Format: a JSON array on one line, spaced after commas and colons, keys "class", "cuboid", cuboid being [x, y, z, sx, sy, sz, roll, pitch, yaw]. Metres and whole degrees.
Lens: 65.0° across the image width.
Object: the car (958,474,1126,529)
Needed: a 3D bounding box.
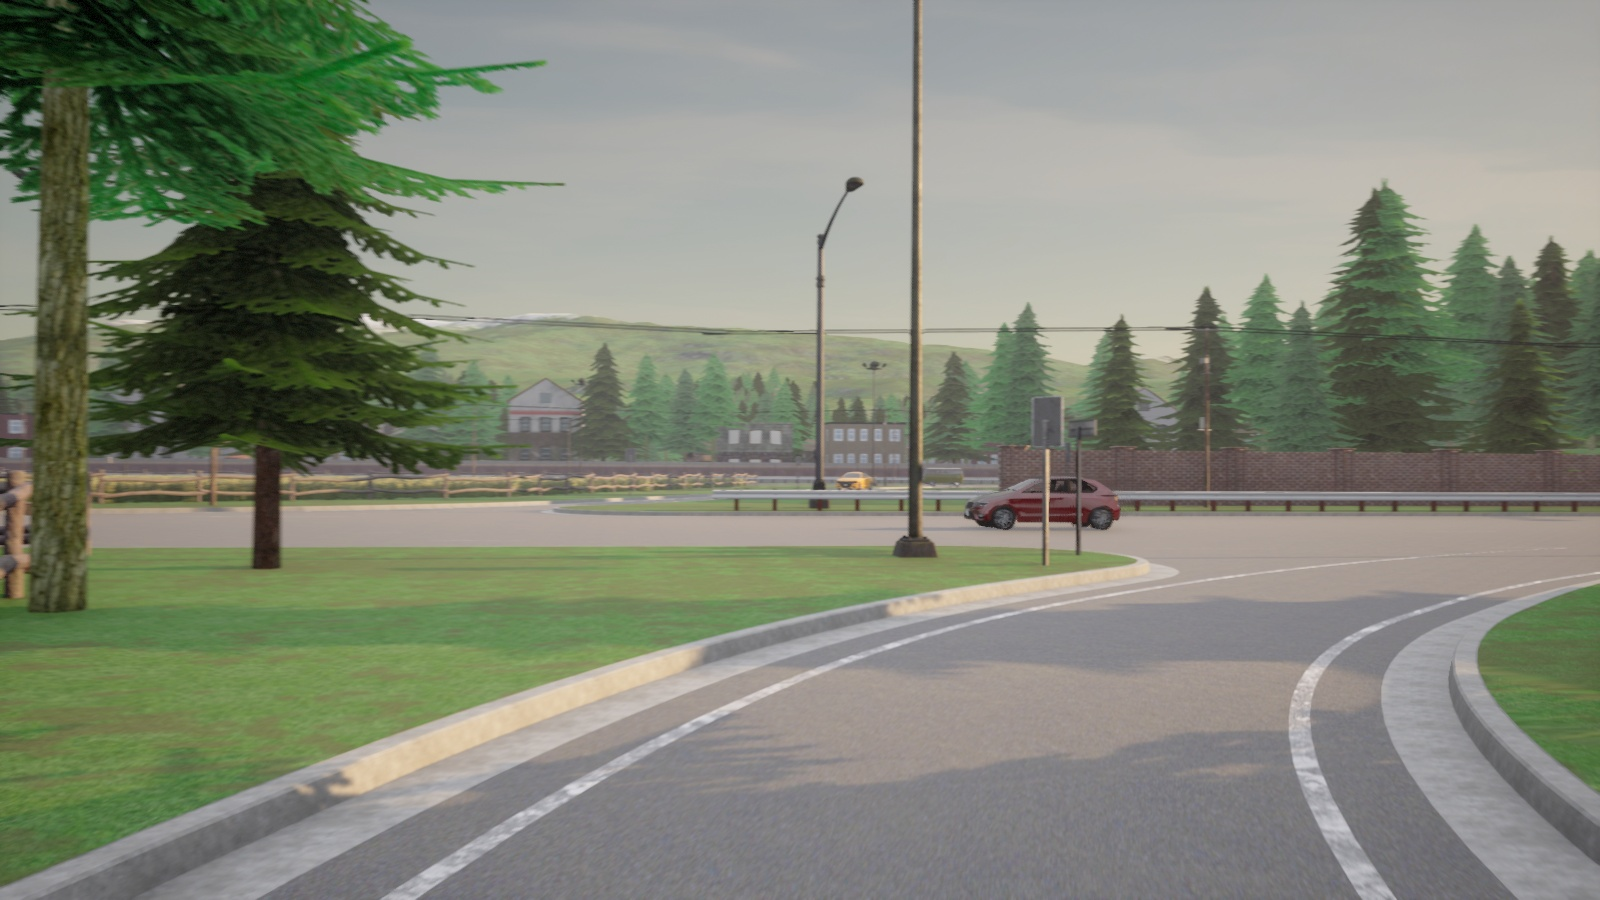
[{"class": "car", "cuboid": [6.632, 1.395, 34.616, 4.193, 1.474, 1.816, 0, -1, -8]}]
